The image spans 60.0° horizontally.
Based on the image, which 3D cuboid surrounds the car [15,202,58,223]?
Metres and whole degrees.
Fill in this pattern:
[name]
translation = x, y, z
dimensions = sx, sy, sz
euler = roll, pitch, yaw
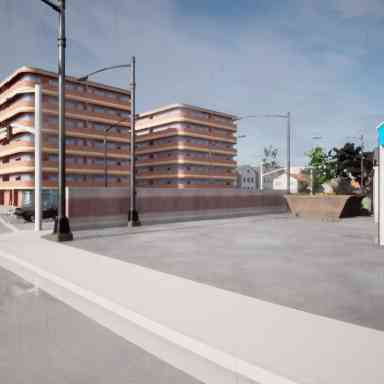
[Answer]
[car]
translation = -10.907, 1.506, 25.614
dimensions = 4.892, 1.490, 1.837
euler = 0, 0, -45
